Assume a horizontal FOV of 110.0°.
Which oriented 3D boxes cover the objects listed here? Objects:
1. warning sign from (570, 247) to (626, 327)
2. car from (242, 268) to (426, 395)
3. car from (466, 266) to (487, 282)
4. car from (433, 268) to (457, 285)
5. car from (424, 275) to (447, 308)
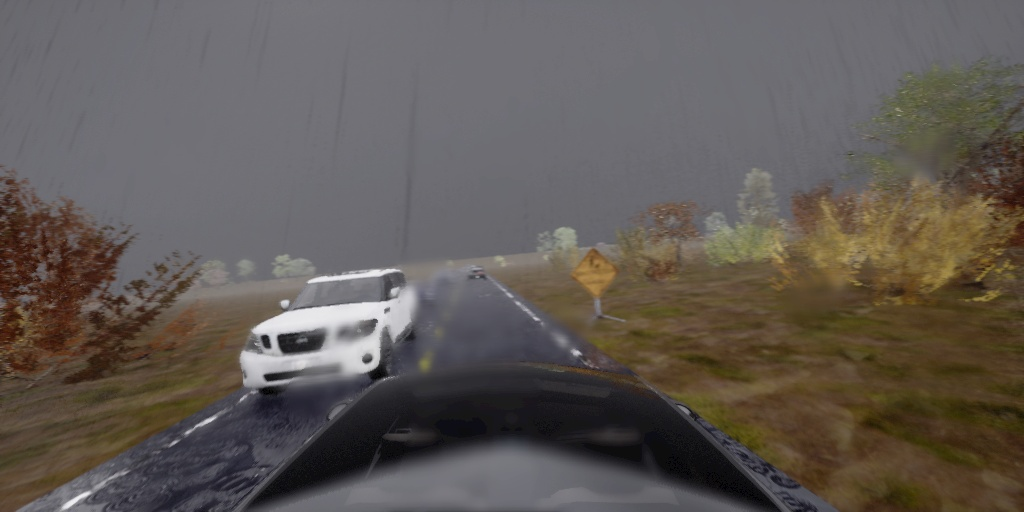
[{"bbox_3d":[2.188,0.688,8.958,1.300,1.860,1.060,0,0,-6],"label":"warning sign"},{"bbox_3d":[-3.575,1.365,8.262,2.150,2.045,5.566,-6,0,-6],"label":"car"},{"bbox_3d":[-3.648,1.834,37.419,1.837,1.490,4.892,-6,0,-6],"label":"car"},{"bbox_3d":[-6.457,1.944,34.529,2.097,1.767,4.553,-6,0,-6],"label":"car"},{"bbox_3d":[-4.644,1.914,18.191,1.895,1.301,4.718,-6,0,-7],"label":"car"}]
